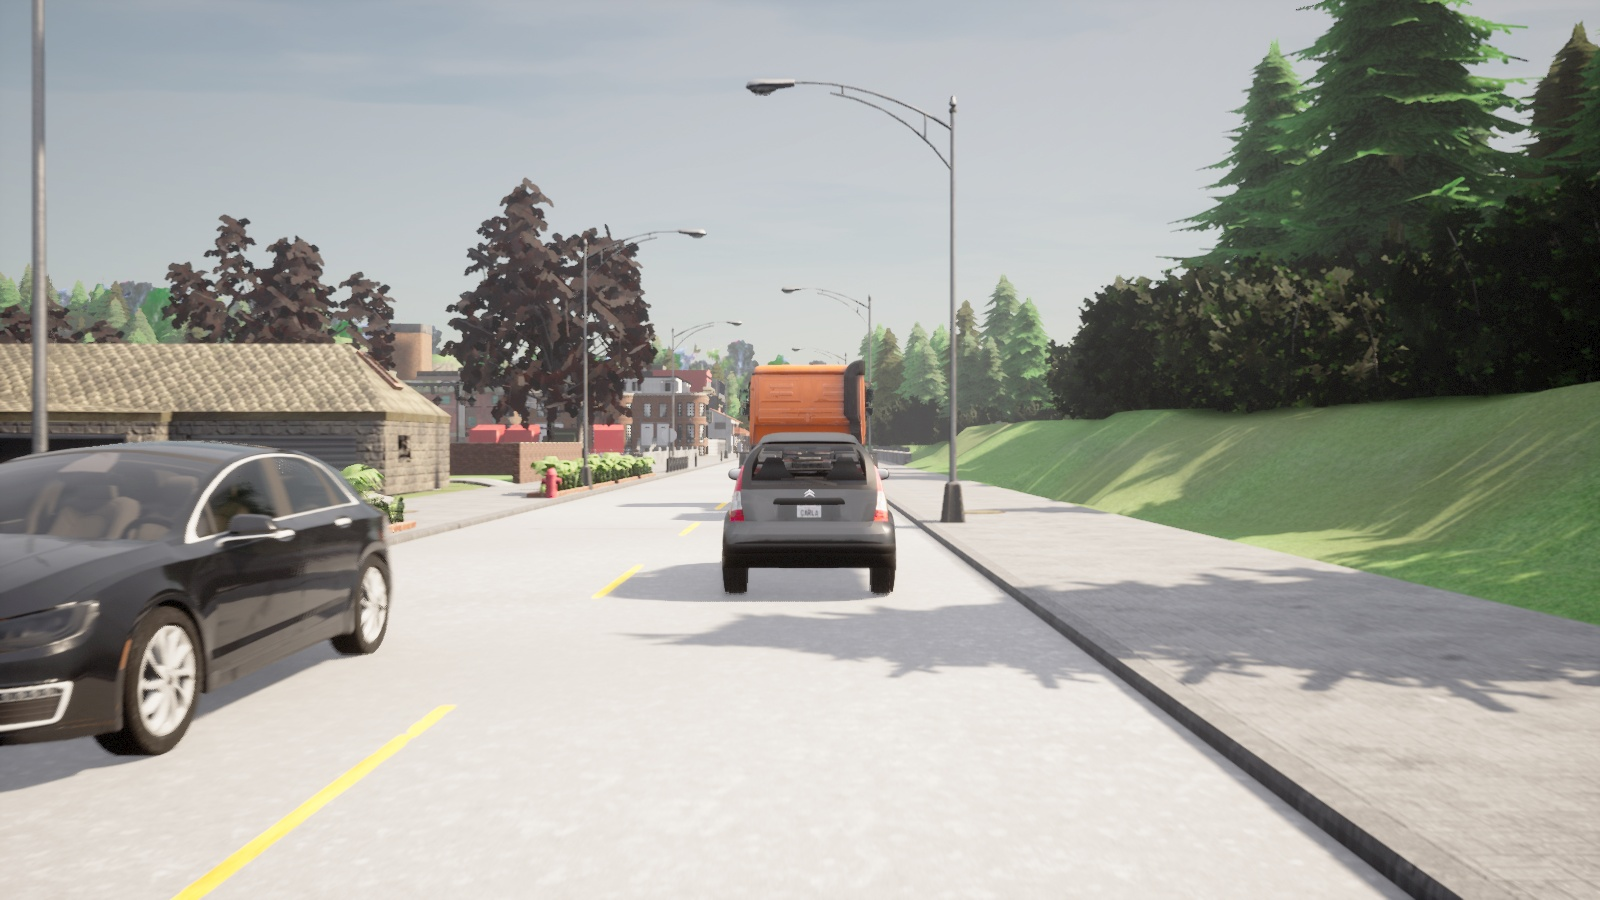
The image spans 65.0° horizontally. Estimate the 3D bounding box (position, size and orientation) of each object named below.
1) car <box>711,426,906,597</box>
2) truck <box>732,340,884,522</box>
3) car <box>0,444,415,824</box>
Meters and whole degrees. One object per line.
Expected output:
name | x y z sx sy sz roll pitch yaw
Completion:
car | 0.095 0.570 13.904 1.851 1.617 3.988 0 0 0
truck | 0.167 -0.385 27.959 2.891 3.462 7.936 0 0 0
car | -3.943 0.709 7.372 1.837 1.490 4.892 0 0 0
